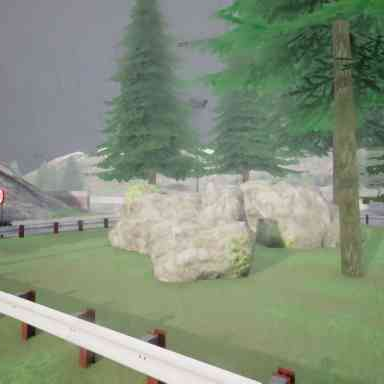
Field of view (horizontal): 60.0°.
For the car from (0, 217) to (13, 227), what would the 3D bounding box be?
[{"bbox_3d":[-11.013,1.359,15.311,5.357,1.411,2.033,0,0,13],"label":"car"}]
